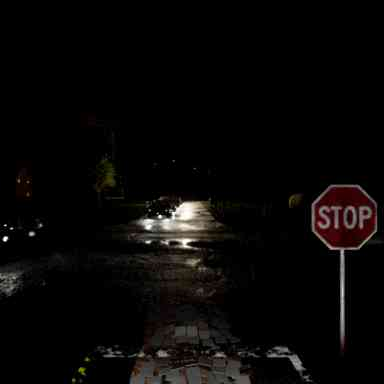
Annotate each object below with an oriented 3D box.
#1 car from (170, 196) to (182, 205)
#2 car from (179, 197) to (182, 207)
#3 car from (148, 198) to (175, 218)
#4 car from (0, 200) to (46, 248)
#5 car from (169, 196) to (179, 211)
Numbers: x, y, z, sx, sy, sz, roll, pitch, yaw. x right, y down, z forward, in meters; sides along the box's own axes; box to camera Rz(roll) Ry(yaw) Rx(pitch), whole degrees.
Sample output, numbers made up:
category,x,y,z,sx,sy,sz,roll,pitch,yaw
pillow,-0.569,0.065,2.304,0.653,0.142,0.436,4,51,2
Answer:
category,x,y,z,sx,sy,sz,roll,pitch,yaw
car,-2.750,1.522,58.801,1.812,1.442,4.674,0,0,0
car,-2.790,1.476,48.366,1.882,1.535,5.008,0,0,0
car,-2.837,1.526,30.176,1.812,1.442,4.674,0,0,1
car,-8.351,1.131,12.535,5.566,2.045,2.150,0,-2,14
car,-2.807,1.525,39.213,1.812,1.442,4.674,0,0,0
